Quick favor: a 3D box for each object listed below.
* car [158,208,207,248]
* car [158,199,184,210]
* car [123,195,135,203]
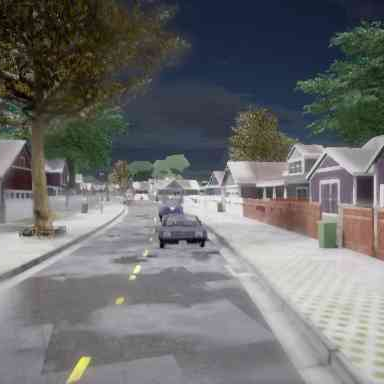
[{"bbox_3d":[-0.482,1.621,14.779,1.895,1.301,4.718,0,0,-4],"label":"car"},{"bbox_3d":[-1.912,1.380,29.737,2.097,1.767,4.553,0,0,-7],"label":"car"},{"bbox_3d":[-13.000,1.451,68.269,2.097,1.767,4.553,0,0,-17],"label":"car"}]
